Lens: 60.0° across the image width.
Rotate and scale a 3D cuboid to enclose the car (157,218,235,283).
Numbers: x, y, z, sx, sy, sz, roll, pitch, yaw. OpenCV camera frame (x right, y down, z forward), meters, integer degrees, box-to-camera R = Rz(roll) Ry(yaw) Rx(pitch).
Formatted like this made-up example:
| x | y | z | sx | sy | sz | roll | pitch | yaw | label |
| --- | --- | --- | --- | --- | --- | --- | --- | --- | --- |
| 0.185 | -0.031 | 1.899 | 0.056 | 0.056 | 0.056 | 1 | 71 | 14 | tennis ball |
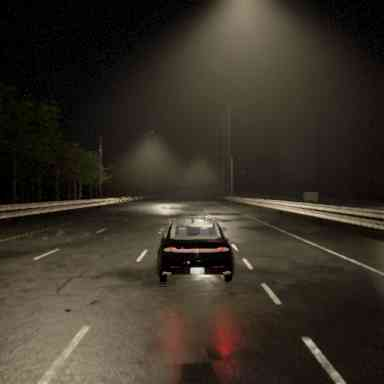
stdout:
| x | y | z | sx | sy | sz | roll | pitch | yaw | label |
| --- | --- | --- | --- | --- | --- | --- | --- | --- | --- |
| 0.038 | 1.489 | 9.656 | 2.128 | 1.511 | 4.902 | 0 | 0 | -2 | car |
